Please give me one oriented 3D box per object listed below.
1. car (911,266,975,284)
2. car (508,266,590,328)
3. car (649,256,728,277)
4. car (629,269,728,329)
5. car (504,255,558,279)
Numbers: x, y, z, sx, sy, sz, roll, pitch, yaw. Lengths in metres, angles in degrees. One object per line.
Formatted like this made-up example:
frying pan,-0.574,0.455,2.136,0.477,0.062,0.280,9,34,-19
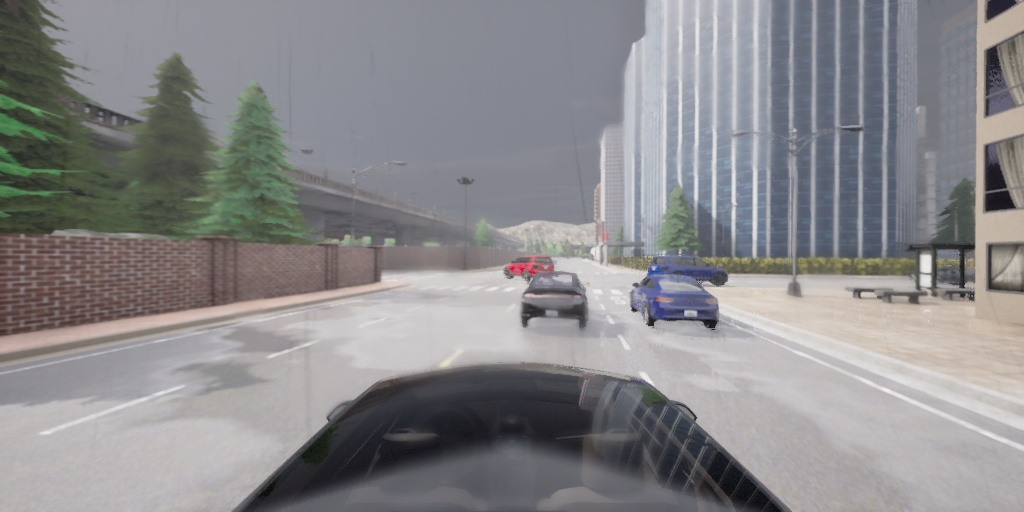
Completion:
car,35.691,1.565,29.196,4.674,1.442,1.812,0,0,10
car,1.426,1.252,11.472,2.128,1.511,4.902,0,0,10
car,12.608,1.085,25.777,5.566,2.045,2.150,2,-2,-13
car,4.966,1.309,11.442,1.812,1.442,4.674,0,0,10
car,1.349,0.986,29.396,2.150,2.045,5.566,1,-1,-26
